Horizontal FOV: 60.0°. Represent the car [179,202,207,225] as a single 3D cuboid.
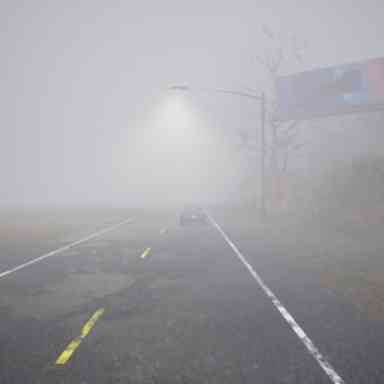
[{"bbox_3d":[0.089,1.684,25.112,1.994,1.385,4.181,0,0,0],"label":"car"}]
